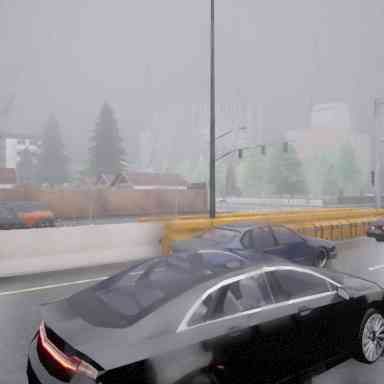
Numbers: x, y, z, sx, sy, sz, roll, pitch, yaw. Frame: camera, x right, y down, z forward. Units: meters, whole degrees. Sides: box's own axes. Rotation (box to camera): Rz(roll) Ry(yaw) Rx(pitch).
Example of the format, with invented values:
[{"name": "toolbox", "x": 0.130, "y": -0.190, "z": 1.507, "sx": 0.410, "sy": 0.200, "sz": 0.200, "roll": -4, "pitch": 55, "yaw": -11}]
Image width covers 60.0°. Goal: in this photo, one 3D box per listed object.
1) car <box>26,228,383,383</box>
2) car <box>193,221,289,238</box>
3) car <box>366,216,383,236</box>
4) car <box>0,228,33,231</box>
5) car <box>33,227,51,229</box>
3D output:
[{"name": "car", "x": 0.649, "y": 1.491, "z": 4.200, "sx": 4.902, "sy": 1.511, "sz": 2.128, "roll": 0, "pitch": 0, "yaw": -35}, {"name": "car", "x": 1.845, "y": 1.547, "z": 9.344, "sx": 5.357, "sy": 1.411, "sz": 2.033, "roll": 0, "pitch": 0, "yaw": -35}, {"name": "car", "x": 10.050, "y": 1.547, "z": 15.156, "sx": 5.357, "sy": 1.411, "sz": 2.033, "roll": 0, "pitch": 0, "yaw": -35}, {"name": "car", "x": -9.628, "y": 1.352, "z": 14.317, "sx": 4.553, "sy": 1.767, "sz": 2.097, "roll": 0, "pitch": 0, "yaw": -35}, {"name": "car", "x": -10.077, "y": 1.352, "z": 18.284, "sx": 4.553, "sy": 1.767, "sz": 2.097, "roll": 0, "pitch": 0, "yaw": -35}]
